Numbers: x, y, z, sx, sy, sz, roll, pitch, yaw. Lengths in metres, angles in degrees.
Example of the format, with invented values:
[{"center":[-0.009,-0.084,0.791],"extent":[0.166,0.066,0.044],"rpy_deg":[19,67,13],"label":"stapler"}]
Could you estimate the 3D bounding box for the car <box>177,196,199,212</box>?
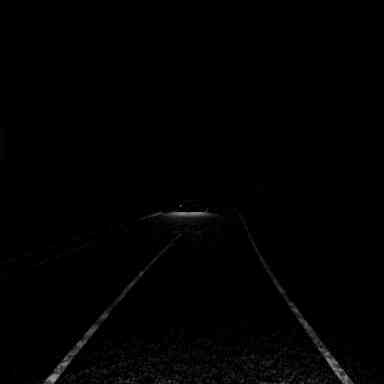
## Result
[{"center":[-0.332,1.466,37.305],"extent":[1.812,1.442,4.674],"rpy_deg":[0,0,5],"label":"car"}]
